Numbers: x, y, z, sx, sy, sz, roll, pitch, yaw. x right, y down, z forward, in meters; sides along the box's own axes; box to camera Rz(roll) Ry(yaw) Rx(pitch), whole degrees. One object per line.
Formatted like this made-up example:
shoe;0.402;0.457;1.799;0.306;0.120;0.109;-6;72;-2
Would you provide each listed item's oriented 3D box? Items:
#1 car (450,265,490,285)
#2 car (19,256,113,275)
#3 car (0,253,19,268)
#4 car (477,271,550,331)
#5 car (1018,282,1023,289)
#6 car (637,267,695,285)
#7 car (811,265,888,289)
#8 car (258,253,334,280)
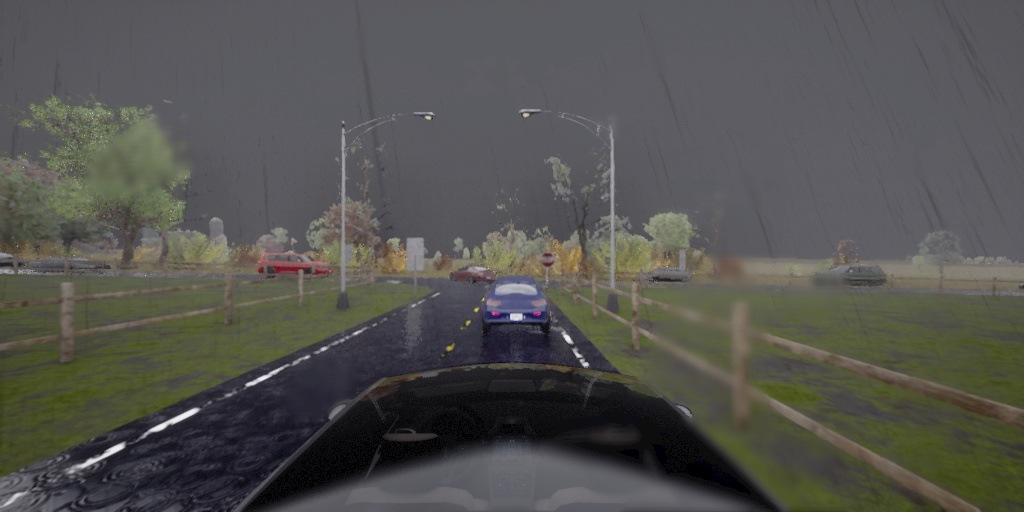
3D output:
car;-3.166;1.427;28.416;1.812;1.442;4.674;1;0;-38
car;-36.095;0.739;29.354;5.357;1.411;2.033;1;0;0
car;-47.076;0.441;32.262;4.892;1.490;1.837;1;0;0
car;0.107;1.335;11.101;1.812;1.442;4.674;0;0;0
car;49.102;2.588;32.109;5.357;1.411;2.033;1;0;0
car;13.784;1.743;32.246;4.902;1.511;2.128;1;0;0
car;30.254;1.824;32.224;5.566;2.045;2.150;1;0;0
car;-17.593;0.812;29.323;5.566;2.045;2.150;2;0;0
